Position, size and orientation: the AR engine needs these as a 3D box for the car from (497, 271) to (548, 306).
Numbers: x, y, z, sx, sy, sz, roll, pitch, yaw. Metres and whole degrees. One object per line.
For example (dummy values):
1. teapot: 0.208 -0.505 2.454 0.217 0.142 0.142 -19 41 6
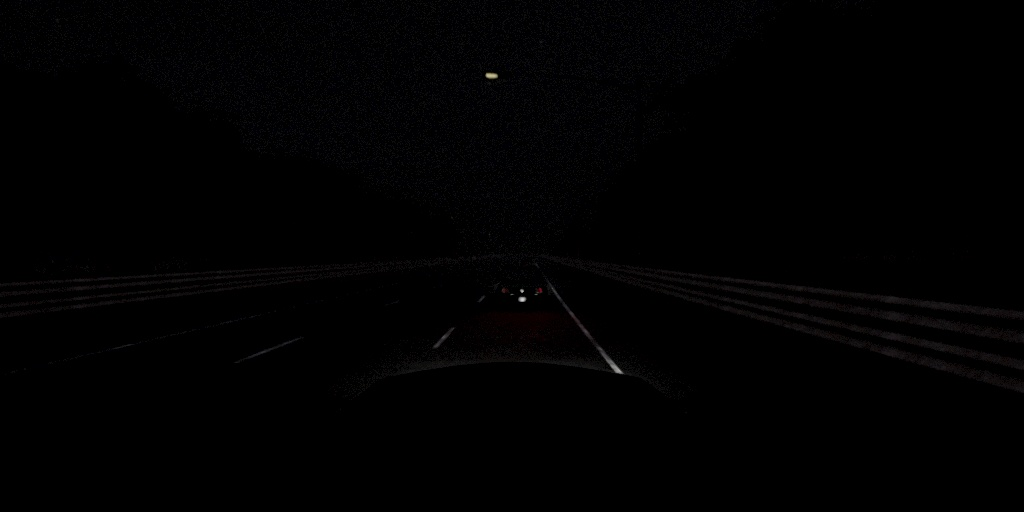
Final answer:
1. car: 0.455 1.270 15.170 1.895 1.301 4.718 0 0 2

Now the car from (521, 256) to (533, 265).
1. car: 2.717 0.810 64.156 1.837 1.490 4.892 0 1 3
